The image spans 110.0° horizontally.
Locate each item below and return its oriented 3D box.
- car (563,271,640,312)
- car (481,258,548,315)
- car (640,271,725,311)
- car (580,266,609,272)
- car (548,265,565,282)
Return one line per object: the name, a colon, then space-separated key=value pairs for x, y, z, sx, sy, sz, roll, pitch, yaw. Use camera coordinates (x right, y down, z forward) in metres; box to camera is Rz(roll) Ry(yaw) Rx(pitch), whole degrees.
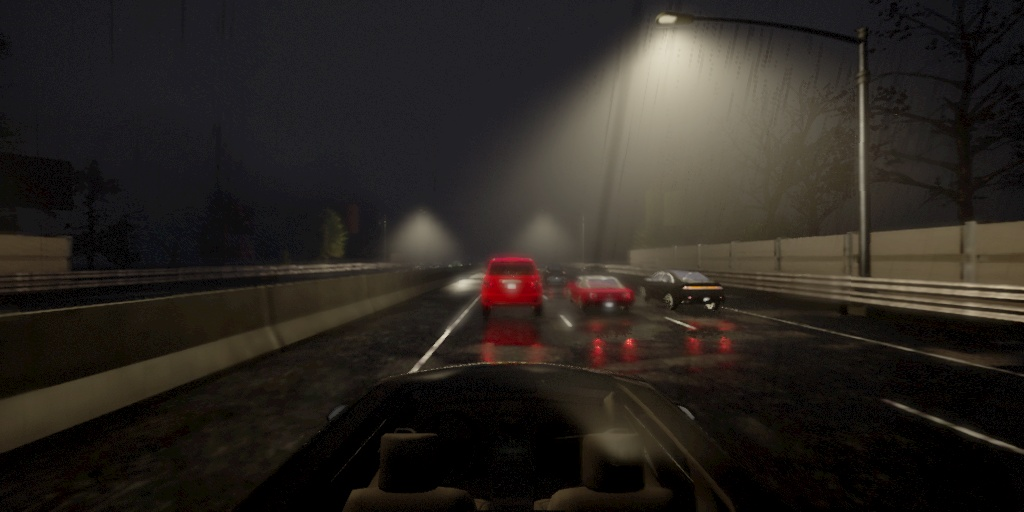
car: x=3.522 y=1.490 z=15.089 sx=1.895 sy=1.301 sz=4.718 roll=0 pitch=-1 yaw=0
car: x=0.015 y=1.108 z=14.428 sx=2.150 sy=2.045 sz=5.566 roll=0 pitch=0 yaw=0
car: x=7.024 y=1.385 z=15.347 sx=2.128 sy=1.511 sz=4.902 roll=0 pitch=0 yaw=0
car: x=7.027 y=1.555 z=30.339 sx=1.837 sy=1.490 sz=4.892 roll=0 pitch=0 yaw=0
car: x=3.526 y=1.541 z=30.344 sx=2.128 sy=1.511 sz=4.902 roll=0 pitch=0 yaw=0
